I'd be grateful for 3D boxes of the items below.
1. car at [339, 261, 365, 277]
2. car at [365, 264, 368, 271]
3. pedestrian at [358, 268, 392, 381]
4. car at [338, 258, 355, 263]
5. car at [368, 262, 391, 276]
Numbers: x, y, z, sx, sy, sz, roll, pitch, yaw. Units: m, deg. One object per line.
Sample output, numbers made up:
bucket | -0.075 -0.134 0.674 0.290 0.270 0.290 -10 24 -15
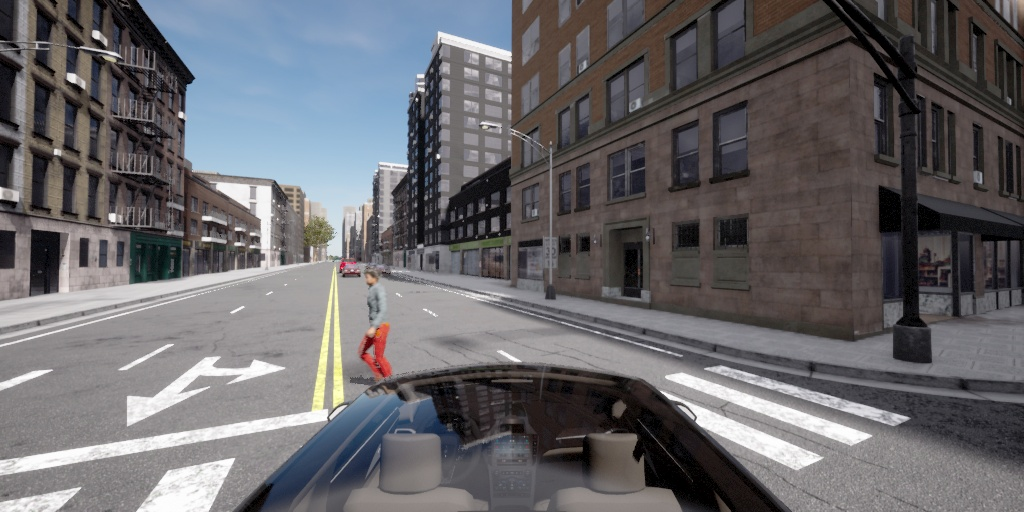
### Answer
car | -18.129 1.605 40.455 2.033 1.411 5.357 1 -1 -26
car | -20.109 1.659 51.774 2.128 1.511 4.902 1 -1 -26
pedestrian | -1.995 1.052 5.261 0.375 1.860 0.375 1 -1 -26
car | -22.711 1.348 49.692 2.150 2.045 5.566 1 -1 -26
car | -15.375 1.644 42.196 2.033 1.411 5.357 1 -1 -25
